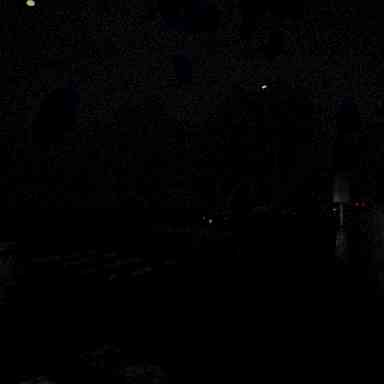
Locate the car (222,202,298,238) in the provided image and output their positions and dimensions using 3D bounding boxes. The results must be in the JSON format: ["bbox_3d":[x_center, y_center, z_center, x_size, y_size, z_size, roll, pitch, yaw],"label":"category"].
[{"bbox_3d":[3.781,1.332,16.869,1.882,1.535,5.008,0,0,37],"label":"car"}]

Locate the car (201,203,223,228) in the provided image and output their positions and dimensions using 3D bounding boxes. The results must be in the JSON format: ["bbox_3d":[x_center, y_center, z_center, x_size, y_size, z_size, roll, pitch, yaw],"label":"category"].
[{"bbox_3d":[2.453,1.350,20.023,1.837,1.490,4.892,0,0,37],"label":"car"}]

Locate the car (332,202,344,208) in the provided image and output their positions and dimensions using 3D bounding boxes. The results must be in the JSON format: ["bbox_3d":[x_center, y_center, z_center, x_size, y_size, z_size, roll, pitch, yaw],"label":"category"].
[{"bbox_3d":[19.733,1.362,43.075,2.033,1.411,5.357,0,0,37],"label":"car"}]

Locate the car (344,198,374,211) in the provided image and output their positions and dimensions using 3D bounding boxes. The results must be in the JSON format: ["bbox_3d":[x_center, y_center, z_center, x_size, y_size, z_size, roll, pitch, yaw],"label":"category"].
[{"bbox_3d":[18.971,1.353,37.249,2.033,1.411,5.357,0,0,37],"label":"car"}]
